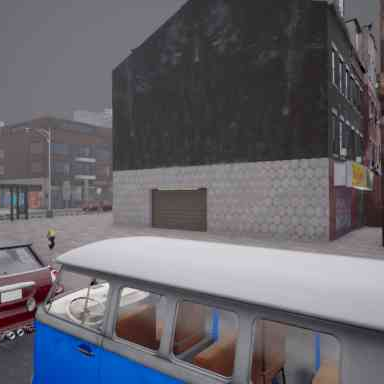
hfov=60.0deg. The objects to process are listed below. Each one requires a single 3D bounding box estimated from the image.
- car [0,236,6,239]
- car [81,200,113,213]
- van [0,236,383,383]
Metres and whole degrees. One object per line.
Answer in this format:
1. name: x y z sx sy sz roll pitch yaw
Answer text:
1. car: -4.043 1.442 5.659 4.097 1.590 1.967 0 0 35
2. car: -9.348 1.551 35.661 1.895 1.301 4.718 -1 0 35
3. van: 0.402 1.341 2.527 3.998 1.788 1.690 0 0 35
